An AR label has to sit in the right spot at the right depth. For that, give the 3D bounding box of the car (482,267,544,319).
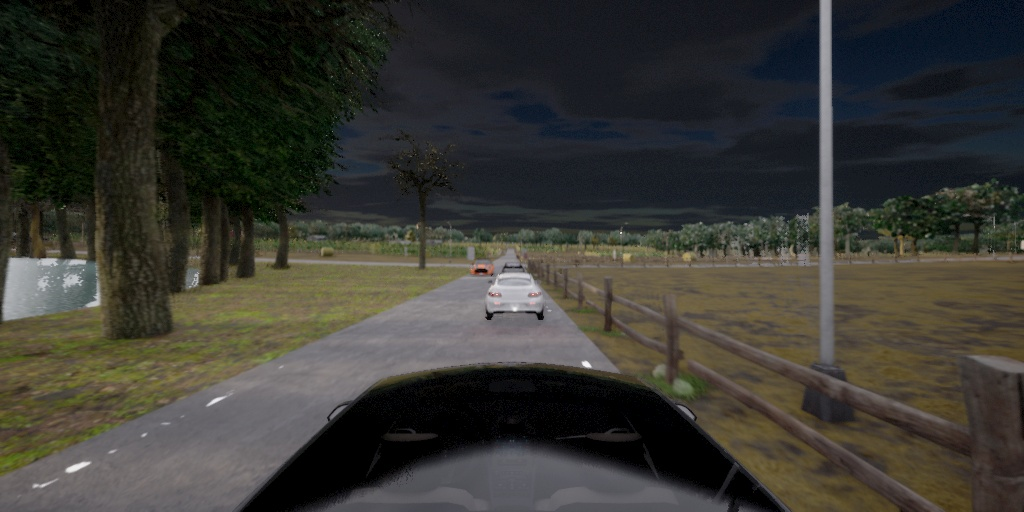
[{"bbox_3d":[0.090,1.289,12.770,1.812,1.442,4.674,0,0,0],"label":"car"}]

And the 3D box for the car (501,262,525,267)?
[{"bbox_3d":[0.093,1.223,30.356,2.128,1.511,4.902,0,0,0],"label":"car"}]

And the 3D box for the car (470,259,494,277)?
[{"bbox_3d":[-2.842,1.065,35.348,2.097,1.767,4.553,0,0,0],"label":"car"}]
